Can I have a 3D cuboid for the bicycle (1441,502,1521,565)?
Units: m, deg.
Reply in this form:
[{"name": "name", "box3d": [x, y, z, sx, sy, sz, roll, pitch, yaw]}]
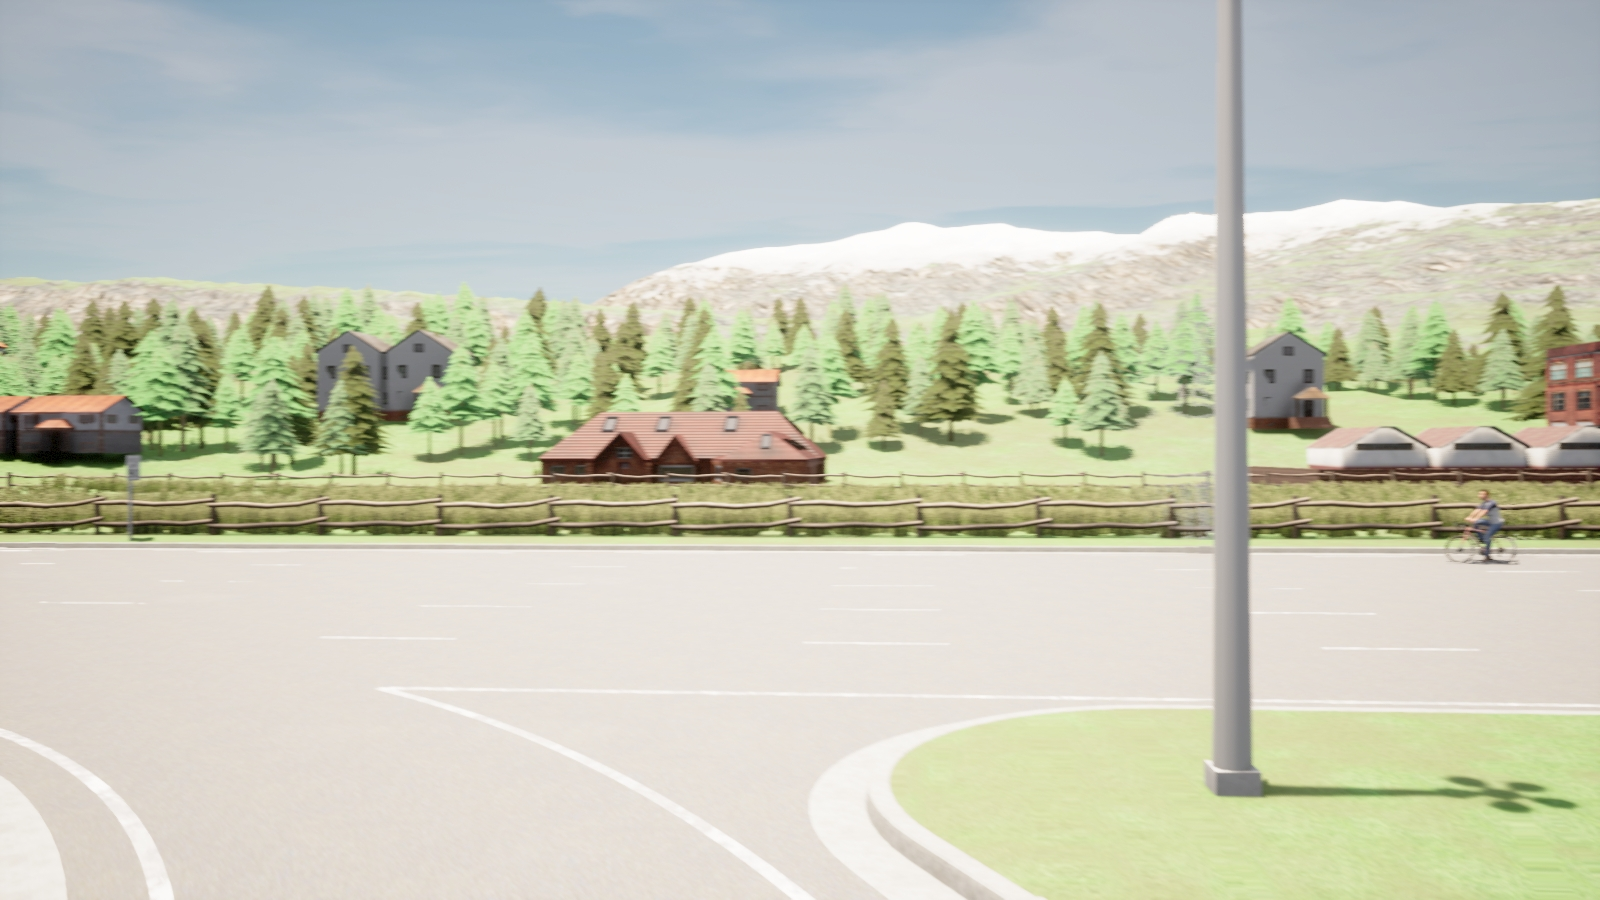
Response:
[{"name": "bicycle", "box3d": [16.420, 2.004, 27.567, 1.643, 1.496, 0.373, -1, 0, 5]}]
